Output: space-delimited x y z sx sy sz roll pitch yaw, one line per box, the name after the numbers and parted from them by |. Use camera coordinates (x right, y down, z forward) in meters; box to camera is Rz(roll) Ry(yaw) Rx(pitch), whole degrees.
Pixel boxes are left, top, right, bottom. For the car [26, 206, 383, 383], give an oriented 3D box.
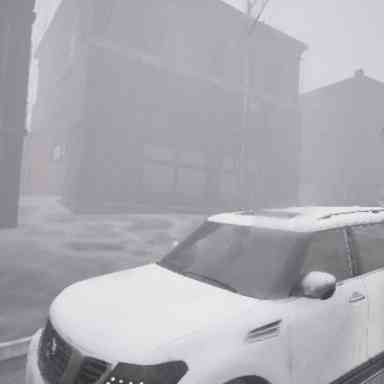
1.081 1.233 4.124 5.566 2.045 2.150 0 0 -35 | car
